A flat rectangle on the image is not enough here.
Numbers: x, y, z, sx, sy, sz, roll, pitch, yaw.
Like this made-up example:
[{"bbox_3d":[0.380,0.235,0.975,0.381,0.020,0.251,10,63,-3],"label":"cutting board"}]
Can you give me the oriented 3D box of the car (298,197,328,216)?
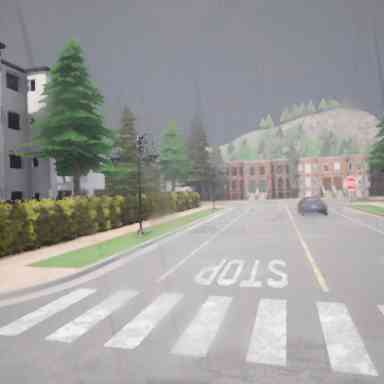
[{"bbox_3d":[9.529,1.066,26.487,1.994,1.385,4.181,-2,0,15],"label":"car"}]
